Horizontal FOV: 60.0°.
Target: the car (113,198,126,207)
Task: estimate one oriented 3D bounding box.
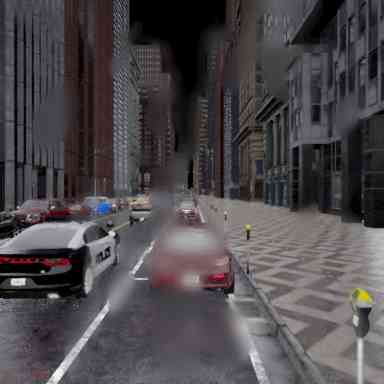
[{"bbox_3d":[-8.911,1.439,36.617,1.967,1.590,4.097,0,0,0],"label":"car"}]

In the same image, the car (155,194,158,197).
[{"bbox_3d":[-8.911,1.552,70.437,2.008,1.369,4.403,0,0,0],"label":"car"}]

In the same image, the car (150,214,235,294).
[{"bbox_3d":[0.003,1.525,8.651,1.812,1.442,4.674,0,0,0],"label":"car"}]

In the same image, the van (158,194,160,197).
[{"bbox_3d":[-8.911,1.344,76.073,1.690,1.788,3.998,0,0,0],"label":"van"}]

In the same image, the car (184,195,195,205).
[{"bbox_3d":[-0.386,1.439,59.171,1.967,1.590,4.097,0,0,0],"label":"car"}]

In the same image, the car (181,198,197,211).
[{"bbox_3d":[-0.385,1.543,42.263,1.887,1.381,4.507,0,0,0],"label":"car"}]

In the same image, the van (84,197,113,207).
[{"bbox_3d":[-8.911,1.340,30.980,1.690,1.788,3.998,0,0,0],"label":"van"}]

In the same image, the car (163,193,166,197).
[{"bbox_3d":[-8.912,1.323,87.347,2.192,1.841,5.009,0,0,0],"label":"car"}]

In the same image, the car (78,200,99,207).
[{"bbox_3d":[-8.910,1.544,25.344,1.887,1.381,4.507,0,0,0],"label":"car"}]

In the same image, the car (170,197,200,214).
[{"bbox_3d":[-0.386,1.439,25.353,1.967,1.590,4.097,0,0,0],"label":"car"}]

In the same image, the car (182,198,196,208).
[{"bbox_3d":[-0.385,1.564,47.899,1.947,1.339,4.313,0,0,0],"label":"car"}]

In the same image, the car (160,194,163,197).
[{"bbox_3d":[-8.911,1.446,81.710,1.967,1.590,4.097,0,0,0],"label":"car"}]

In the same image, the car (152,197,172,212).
[{"bbox_3d":[-3.082,1.599,37.086,1.895,1.301,4.718,0,0,0],"label":"car"}]

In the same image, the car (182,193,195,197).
[{"bbox_3d":[-0.386,1.314,36.627,2.192,1.841,5.009,0,0,0],"label":"car"}]

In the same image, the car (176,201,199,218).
[{"bbox_3d":[-0.385,1.565,30.990,1.947,1.339,4.313,0,0,0],"label":"car"}]

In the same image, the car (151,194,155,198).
[{"bbox_3d":[-8.911,1.525,64.631,1.752,1.417,4.829,0,0,0],"label":"car"}]

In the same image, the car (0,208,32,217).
[{"bbox_3d":[-8.910,1.565,14.070,1.947,1.339,4.313,0,0,0],"label":"car"}]

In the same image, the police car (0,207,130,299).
[{"bbox_3d":[-3.143,1.424,8.627,1.930,1.638,5.238,0,0,0],"label":"police car"}]

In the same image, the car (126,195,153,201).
[{"bbox_3d":[-6.221,1.476,39.325,1.882,1.535,5.008,0,0,0],"label":"car"}]

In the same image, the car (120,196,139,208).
[{"bbox_3d":[-8.911,1.439,47.891,1.967,1.590,4.097,0,0,0],"label":"car"}]

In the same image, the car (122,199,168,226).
[{"bbox_3d":[-3.077,1.489,23.015,2.128,1.511,4.902,0,0,0],"label":"car"}]

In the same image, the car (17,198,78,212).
[{"bbox_3d":[-8.911,1.314,19.706,2.192,1.841,5.009,0,0,0],"label":"car"}]
